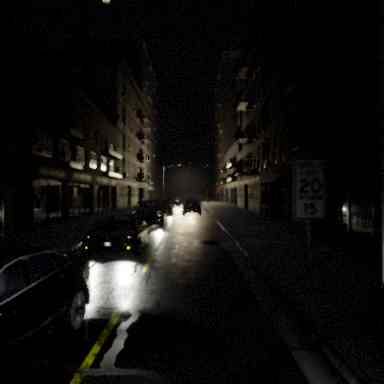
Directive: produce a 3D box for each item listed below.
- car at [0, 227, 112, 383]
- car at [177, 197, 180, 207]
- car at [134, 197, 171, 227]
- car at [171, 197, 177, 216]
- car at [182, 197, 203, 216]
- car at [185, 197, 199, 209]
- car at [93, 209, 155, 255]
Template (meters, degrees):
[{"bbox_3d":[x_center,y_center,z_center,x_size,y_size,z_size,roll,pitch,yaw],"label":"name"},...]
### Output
[{"bbox_3d":[-2.788,1.493,4.006,2.128,1.511,4.902,0,0,3],"label":"car"},{"bbox_3d":[-2.743,1.476,50.875,2.033,1.411,5.357,0,0,0],"label":"car"},{"bbox_3d":[-2.839,1.358,22.905,2.097,1.767,4.553,0,0,0],"label":"car"},{"bbox_3d":[-2.795,1.513,33.253,1.837,1.490,4.892,0,0,0],"label":"car"},{"bbox_3d":[0.010,1.515,33.193,1.837,1.490,4.892,0,0,0],"label":"car"},{"bbox_3d":[0.040,1.522,46.044,1.837,1.490,4.892,0,1,1],"label":"car"},{"bbox_3d":[-2.837,1.567,13.175,1.994,1.385,4.181,0,0,0],"label":"car"}]
